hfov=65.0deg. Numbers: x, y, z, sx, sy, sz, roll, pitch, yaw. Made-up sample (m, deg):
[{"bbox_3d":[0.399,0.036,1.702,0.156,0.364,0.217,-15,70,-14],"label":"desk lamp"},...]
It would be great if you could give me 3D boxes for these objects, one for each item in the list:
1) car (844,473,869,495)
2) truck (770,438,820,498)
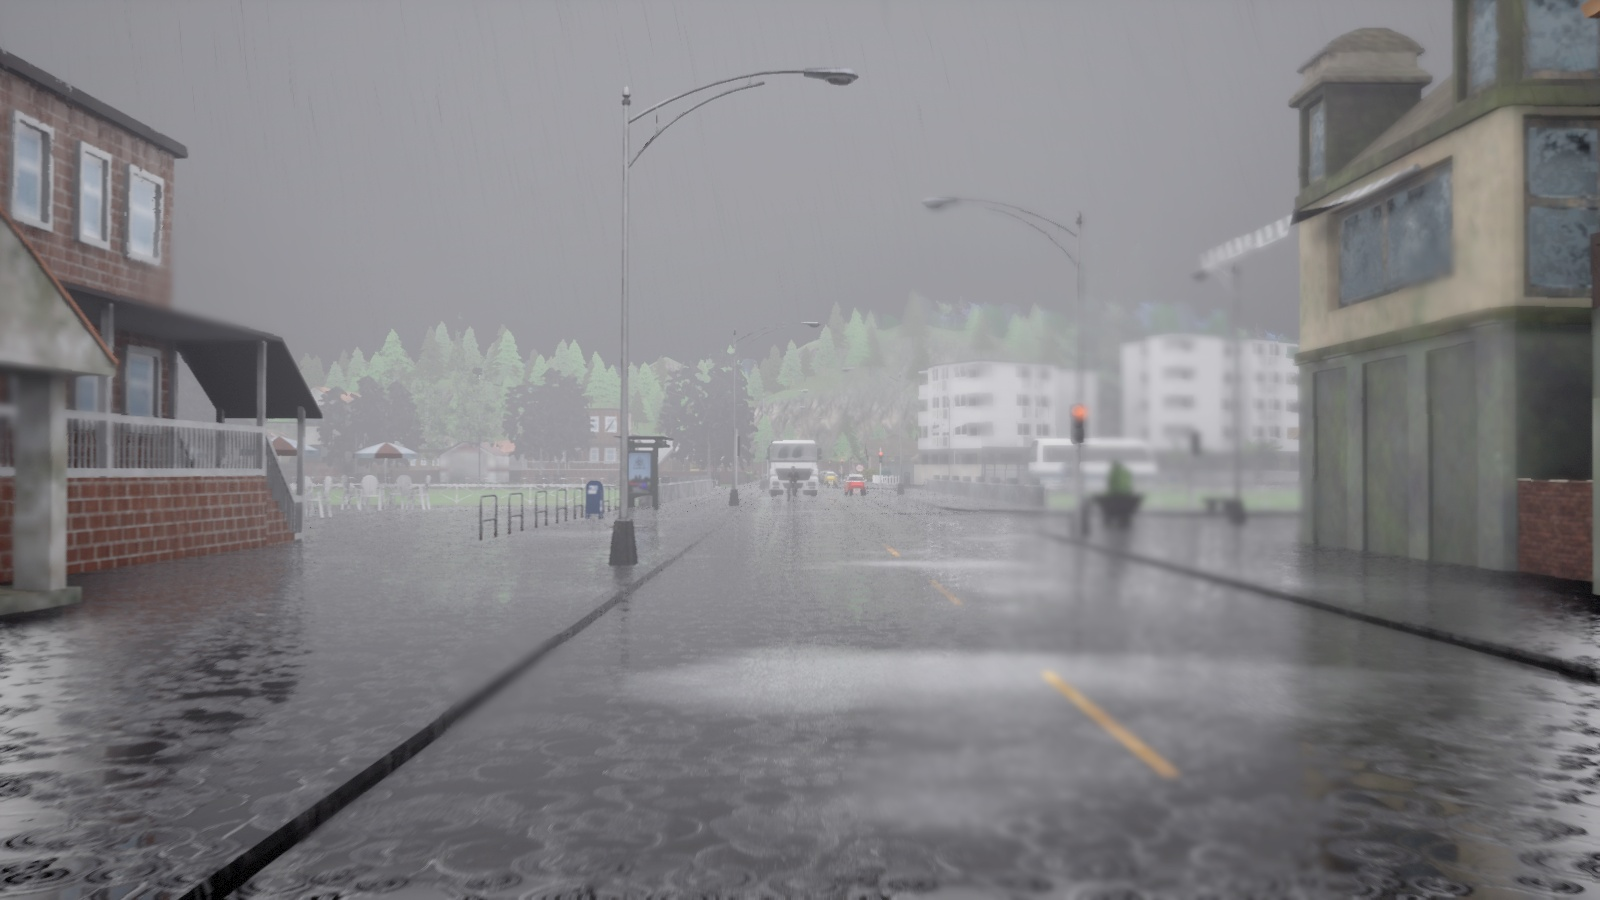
[{"bbox_3d":[3.682,2.230,82.270,1.481,1.376,2.207,0,-1,0],"label":"car"},{"bbox_3d":[-0.291,1.127,77.312,2.891,3.462,7.936,0,-1,0],"label":"truck"}]
